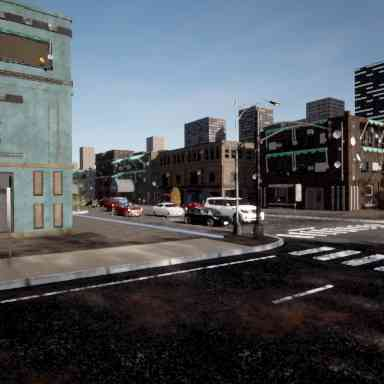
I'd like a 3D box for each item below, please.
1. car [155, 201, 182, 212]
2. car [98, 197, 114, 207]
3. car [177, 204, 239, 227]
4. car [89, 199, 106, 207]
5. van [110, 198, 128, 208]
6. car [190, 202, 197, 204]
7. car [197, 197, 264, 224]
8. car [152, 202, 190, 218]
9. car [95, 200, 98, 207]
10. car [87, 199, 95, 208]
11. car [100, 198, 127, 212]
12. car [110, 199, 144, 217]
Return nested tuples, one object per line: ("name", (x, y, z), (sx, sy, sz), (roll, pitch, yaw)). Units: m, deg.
("car", (-3.288, 1.966, 45.635), (1.802, 1.307, 4.206), (-2, 0, -36))
("car", (-13.421, 2.066, 55.370), (1.837, 1.490, 4.892), (-1, 0, -36))
("car", (1.085, 1.814, 24.898), (1.947, 1.339, 4.313), (-2, 0, -36))
("car", (-19.384, 2.228, 68.149), (1.887, 1.381, 4.507), (-1, 0, -36))
("van", (-12.951, 1.907, 59.143), (1.690, 1.788, 3.998), (-1, 0, -36))
("car", (-0.070, 1.904, 41.133), (1.802, 1.307, 4.206), (-2, 0, -36))
("car", (3.165, 1.445, 26.662), (2.150, 2.045, 5.566), (-1, 0, -35))
("car", (-2.537, 1.862, 34.646), (1.812, 1.442, 4.674), (-1, 0, -35))
("car", (-16.171, 1.940, 63.646), (2.192, 1.841, 5.009), (-1, 0, -36))
("car", (-19.196, 2.159, 63.450), (2.128, 1.511, 4.902), (-1, 0, -36))
("car", (-10.433, 1.966, 45.724), (1.882, 1.535, 5.008), (-1, 0, -35))
("car", (-6.889, 1.846, 36.257), (1.967, 1.590, 4.097), (-1, 0, -36))
